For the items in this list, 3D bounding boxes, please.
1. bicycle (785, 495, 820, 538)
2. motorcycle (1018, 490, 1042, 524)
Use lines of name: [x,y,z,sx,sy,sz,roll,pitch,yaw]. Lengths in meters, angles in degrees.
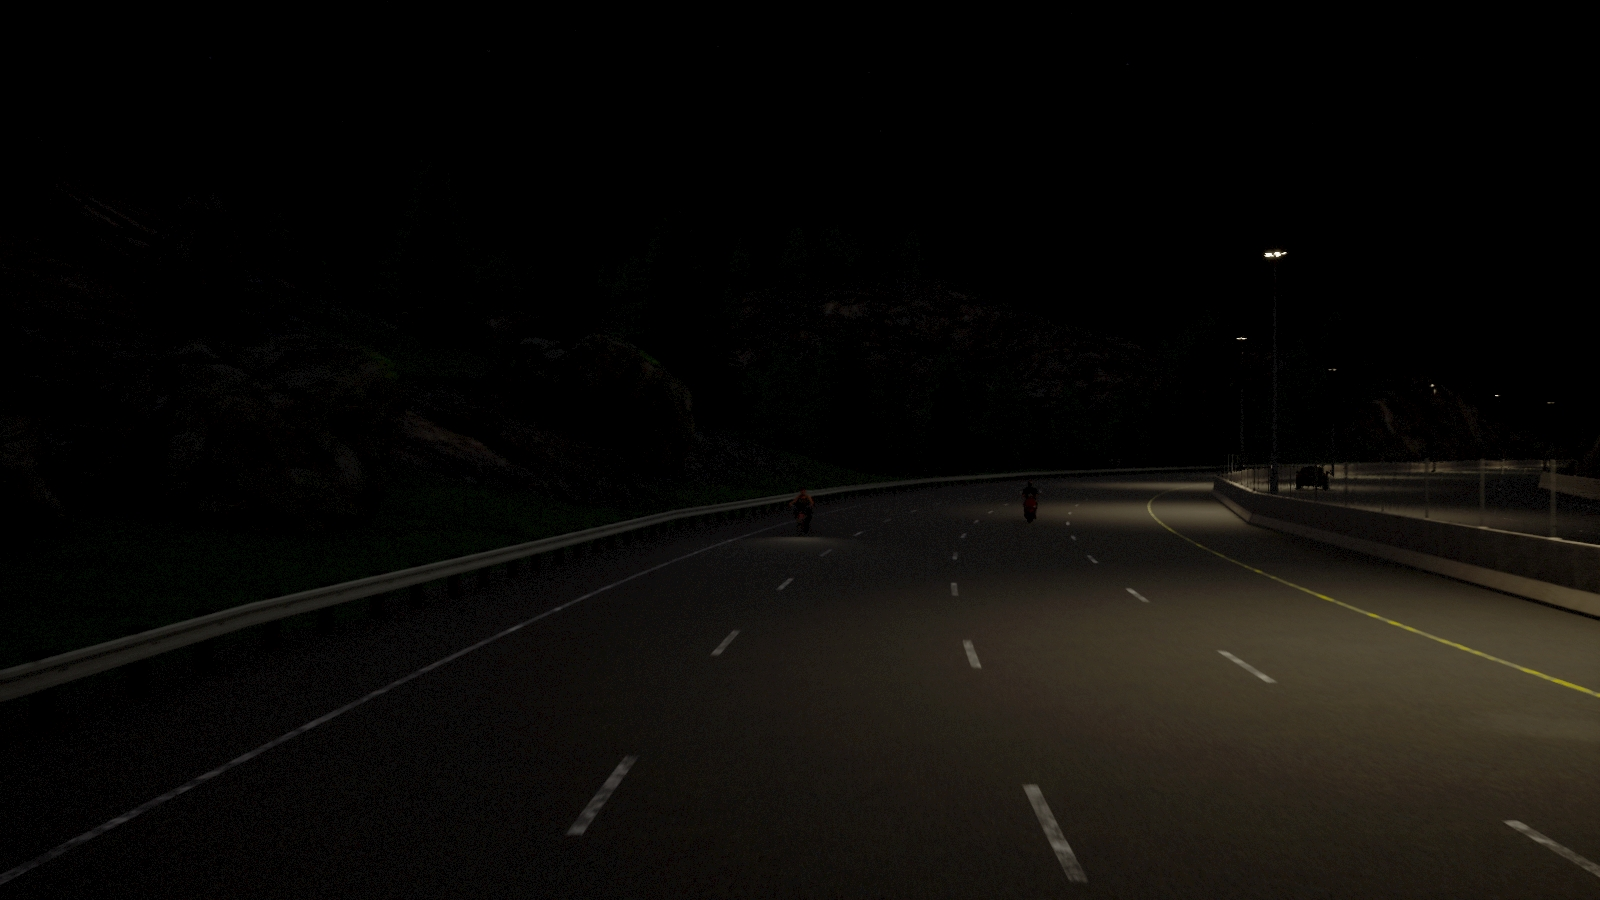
bicycle: [0.080,2.149,37.065,0.859,1.295,1.487,0,0,11]
motorcycle: [8.904,2.195,44.170,0.856,1.236,1.805,0,0,13]
